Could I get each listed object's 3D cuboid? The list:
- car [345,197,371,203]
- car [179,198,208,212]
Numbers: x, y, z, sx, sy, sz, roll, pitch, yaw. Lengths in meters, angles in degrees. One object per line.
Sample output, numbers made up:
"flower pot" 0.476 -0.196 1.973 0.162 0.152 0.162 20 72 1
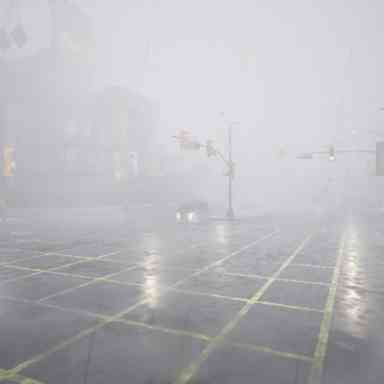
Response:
"car" 32.969 1.583 66.345 4.718 1.301 1.895 0 0 26
"car" 0.261 1.475 39.541 1.882 1.535 5.008 0 0 27
